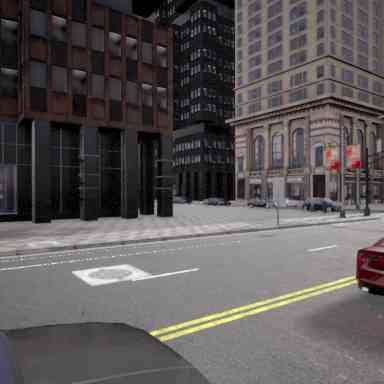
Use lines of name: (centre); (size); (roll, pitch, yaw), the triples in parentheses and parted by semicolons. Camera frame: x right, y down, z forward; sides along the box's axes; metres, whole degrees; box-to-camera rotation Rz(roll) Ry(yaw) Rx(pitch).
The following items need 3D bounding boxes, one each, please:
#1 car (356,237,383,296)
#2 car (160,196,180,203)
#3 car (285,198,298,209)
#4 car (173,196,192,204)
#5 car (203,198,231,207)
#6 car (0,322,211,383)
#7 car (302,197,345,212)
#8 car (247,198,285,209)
car: (5.681, 1.477, 7.494); (5.008, 1.535, 1.882); (0, 0, -36)
car: (-4.778, 1.590, 71.187); (2.128, 1.511, 4.902); (0, 0, -35)
car: (12.682, 1.550, 46.610); (1.812, 1.442, 4.674); (0, 0, -35)
car: (-2.128, 1.608, 62.138); (2.033, 1.411, 5.357); (0, 0, -35)
car: (3.982, 1.594, 53.429); (2.033, 1.411, 5.357); (0, 0, -35)
car: (-2.334, 1.548, 1.779); (5.357, 1.411, 2.033); (0, 0, -35)
car: (14.948, 1.376, 37.897); (2.097, 1.767, 4.553); (0, 0, -35)
car: (9.673, 1.525, 45.363); (2.128, 1.511, 4.902); (0, 0, -35)
